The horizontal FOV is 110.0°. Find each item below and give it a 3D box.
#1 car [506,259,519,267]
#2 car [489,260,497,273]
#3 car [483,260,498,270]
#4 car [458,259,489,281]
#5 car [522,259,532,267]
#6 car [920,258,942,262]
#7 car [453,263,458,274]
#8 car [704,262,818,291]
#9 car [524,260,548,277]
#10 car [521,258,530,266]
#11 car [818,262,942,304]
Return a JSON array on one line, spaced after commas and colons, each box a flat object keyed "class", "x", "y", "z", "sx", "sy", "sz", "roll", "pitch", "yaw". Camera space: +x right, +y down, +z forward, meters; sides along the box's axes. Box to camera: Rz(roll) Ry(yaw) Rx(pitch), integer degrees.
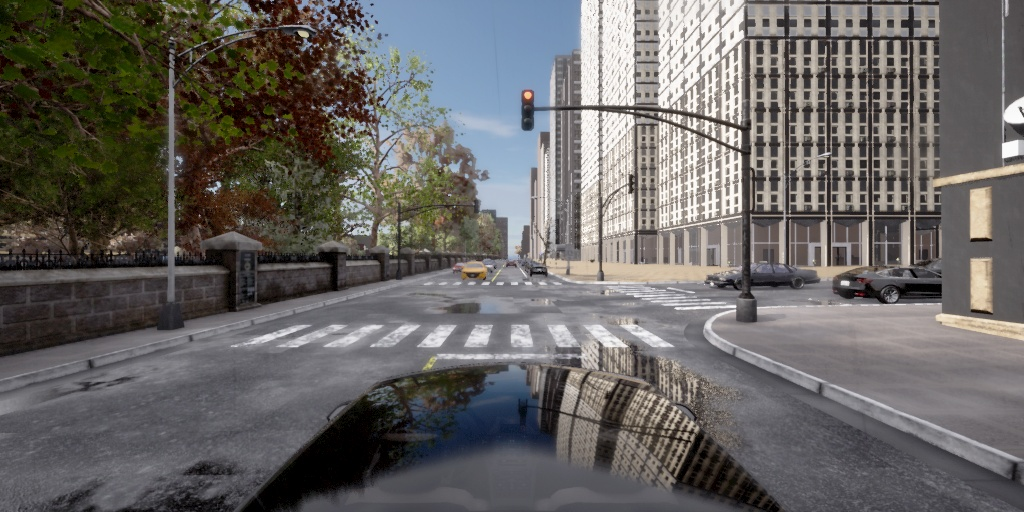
[{"class": "car", "x": -0.103, "y": 1.320, "z": 65.347, "sx": 1.812, "sy": 1.442, "sz": 4.674, "roll": 0, "pitch": 0, "yaw": 0}, {"class": "car", "x": -3.230, "y": 1.371, "z": 43.284, "sx": 1.895, "sy": 1.301, "sz": 4.718, "roll": 0, "pitch": 0, "yaw": 0}, {"class": "car", "x": -3.260, "y": 1.329, "z": 54.788, "sx": 2.033, "sy": 1.411, "sz": 5.357, "roll": 0, "pitch": 0, "yaw": 0}, {"class": "car", "x": -3.103, "y": 1.238, "z": 29.904, "sx": 1.882, "sy": 1.535, "sz": 5.008, "roll": 0, "pitch": 0, "yaw": -3}, {"class": "car", "x": 2.560, "y": 1.335, "z": 41.716, "sx": 1.948, "sy": 1.339, "sz": 4.313, "roll": 0, "pitch": 0, "yaw": 0}, {"class": "car", "x": 23.433, "y": 0.840, "z": 19.408, "sx": 4.892, "sy": 1.490, "sz": 1.837, "roll": -1, "pitch": 0, "yaw": -1}, {"class": "car", "x": -5.820, "y": 1.351, "z": 41.688, "sx": 1.802, "sy": 1.307, "sz": 4.207, "roll": 0, "pitch": 0, "yaw": 0}, {"class": "car", "x": 13.391, "y": 1.054, "z": 19.310, "sx": 5.357, "sy": 1.411, "sz": 2.033, "roll": -1, "pitch": 0, "yaw": -1}, {"class": "car", "x": 2.578, "y": 1.331, "z": 36.083, "sx": 1.948, "sy": 1.339, "sz": 4.313, "roll": 0, "pitch": 0, "yaw": 0}, {"class": "car", "x": 2.542, "y": 1.339, "z": 47.348, "sx": 1.948, "sy": 1.339, "sz": 4.313, "roll": 0, "pitch": 0, "yaw": 0}, {"class": "car", "x": 14.647, "y": 1.026, "z": 13.540, "sx": 4.313, "sy": 1.339, "sz": 1.948, "roll": 0, "pitch": 0, "yaw": 0}]
